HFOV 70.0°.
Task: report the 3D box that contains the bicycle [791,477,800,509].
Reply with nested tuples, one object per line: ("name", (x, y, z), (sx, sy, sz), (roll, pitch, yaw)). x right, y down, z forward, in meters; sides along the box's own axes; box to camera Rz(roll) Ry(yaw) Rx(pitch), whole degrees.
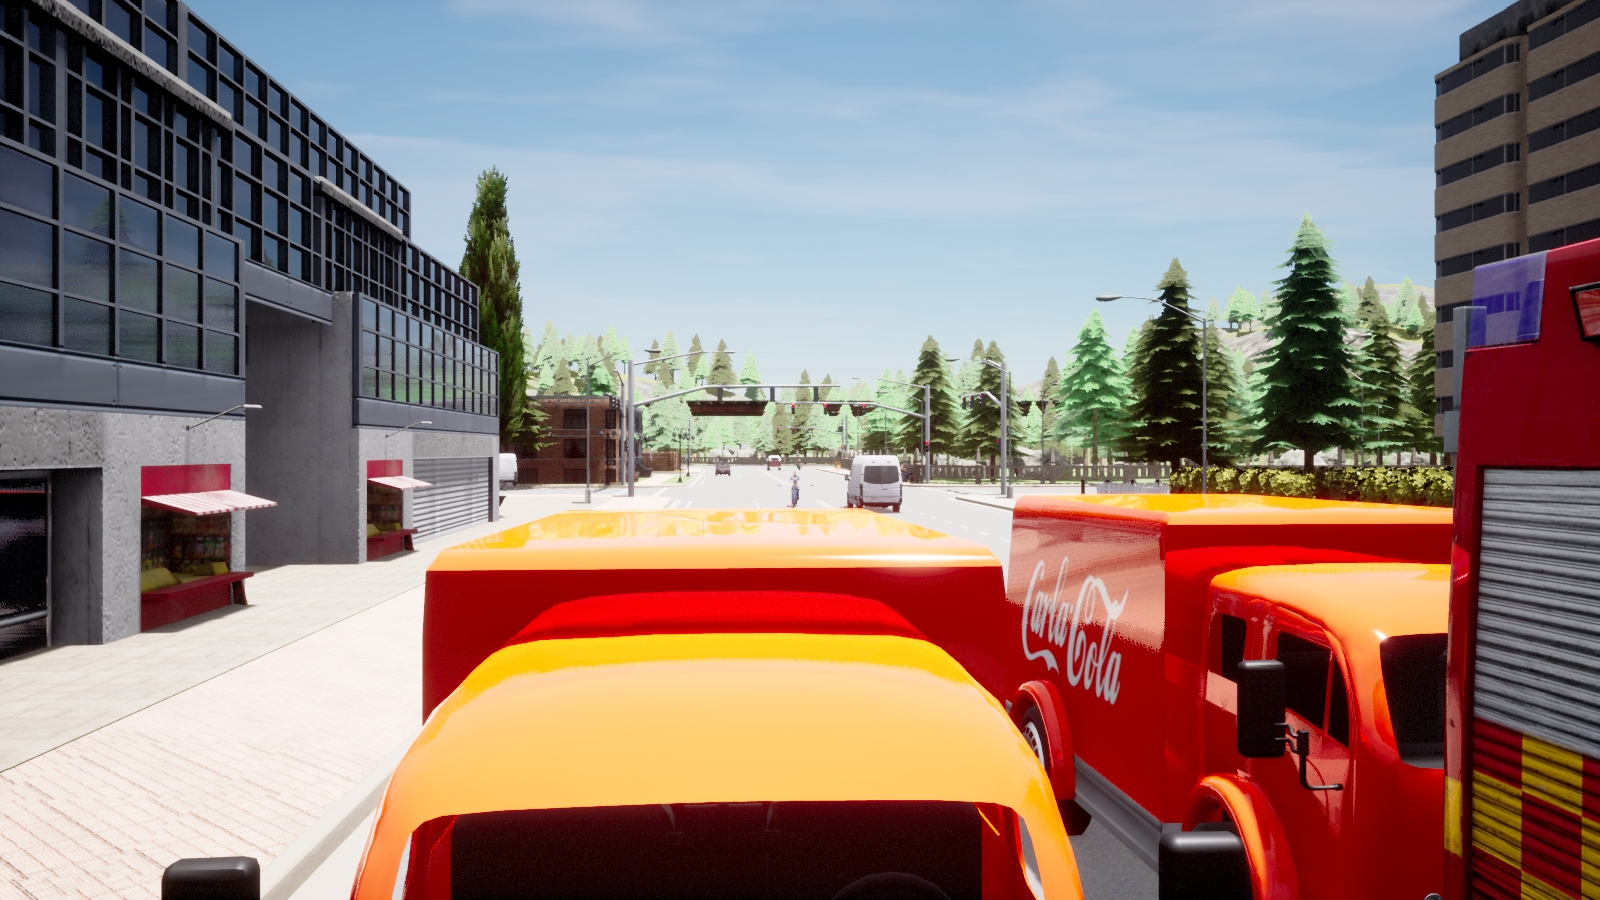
("bicycle", (-0.224, 2.056, 55.211), (0.373, 1.496, 1.643), (0, 0, -4))

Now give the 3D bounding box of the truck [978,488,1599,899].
("truck", (3.003, 1.568, 7.234), (2.627, 2.467, 5.204), (0, 0, -4))

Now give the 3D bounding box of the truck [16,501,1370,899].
("truck", (-0.347, 1.568, 4.821), (2.627, 2.467, 5.204), (0, 0, -4))

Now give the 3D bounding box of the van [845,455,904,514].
("van", (3.411, 1.534, 53.444), (1.988, 2.561, 5.915), (0, 0, -4))
